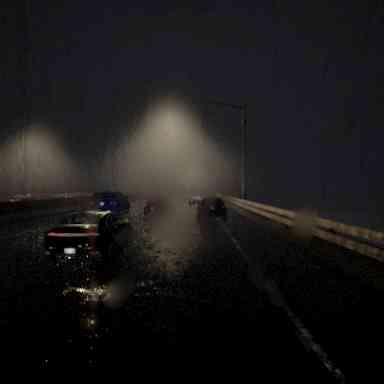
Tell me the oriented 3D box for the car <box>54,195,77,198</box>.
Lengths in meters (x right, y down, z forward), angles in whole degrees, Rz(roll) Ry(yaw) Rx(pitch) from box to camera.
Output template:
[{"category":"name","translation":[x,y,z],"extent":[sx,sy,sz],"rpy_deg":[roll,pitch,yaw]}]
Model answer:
[{"category":"car","translation":[-16.912,1.133,46.285],"extent":[1.994,1.385,4.181],"rpy_deg":[0,1,2]}]

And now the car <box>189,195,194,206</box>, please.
[{"category":"car","translation":[0.641,1.180,44.962],"extent":[1.895,1.301,4.718],"rpy_deg":[0,0,2]}]

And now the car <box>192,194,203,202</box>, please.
[{"category":"car","translation":[1.042,1.062,58.970],"extent":[1.895,1.301,4.718],"rpy_deg":[0,0,2]}]

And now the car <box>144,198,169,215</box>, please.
[{"category":"car","translation":[-3.114,1.241,29.673],"extent":[1.812,1.442,4.674],"rpy_deg":[0,1,1]}]

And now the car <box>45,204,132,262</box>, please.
[{"category":"car","translation":[-3.344,1.376,11.578],"extent":[2.128,1.511,4.902],"rpy_deg":[0,1,0]}]

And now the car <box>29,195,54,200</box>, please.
[{"category":"car","translation":[-20.392,1.093,46.617],"extent":[1.812,1.442,4.674],"rpy_deg":[0,0,2]}]

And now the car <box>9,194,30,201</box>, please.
[{"category":"car","translation":[-23.884,1.057,46.881],"extent":[2.128,1.511,4.902],"rpy_deg":[0,1,2]}]

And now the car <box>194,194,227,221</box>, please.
[{"category":"car","translation":[1.422,1.112,24.795],"extent":[2.097,1.767,4.553],"rpy_deg":[0,1,1]}]

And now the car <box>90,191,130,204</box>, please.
[{"category":"car","translation":[-6.657,0.959,27.390],"extent":[2.150,2.045,5.566],"rpy_deg":[0,1,1]}]
